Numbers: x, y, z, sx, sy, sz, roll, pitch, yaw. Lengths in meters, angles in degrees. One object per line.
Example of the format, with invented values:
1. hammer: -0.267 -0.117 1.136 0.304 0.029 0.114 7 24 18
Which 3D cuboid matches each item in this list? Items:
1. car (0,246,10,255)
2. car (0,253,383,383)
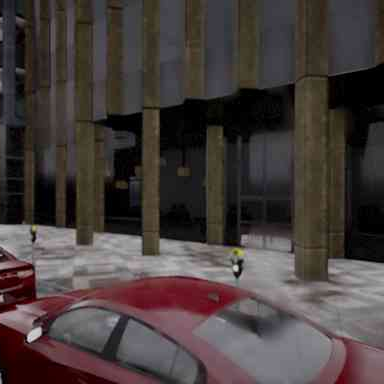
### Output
1. car: -4.830 1.531 6.444 4.507 1.381 1.887 0 0 36
2. car: -0.416 1.541 3.268 4.507 1.381 1.887 0 0 36
